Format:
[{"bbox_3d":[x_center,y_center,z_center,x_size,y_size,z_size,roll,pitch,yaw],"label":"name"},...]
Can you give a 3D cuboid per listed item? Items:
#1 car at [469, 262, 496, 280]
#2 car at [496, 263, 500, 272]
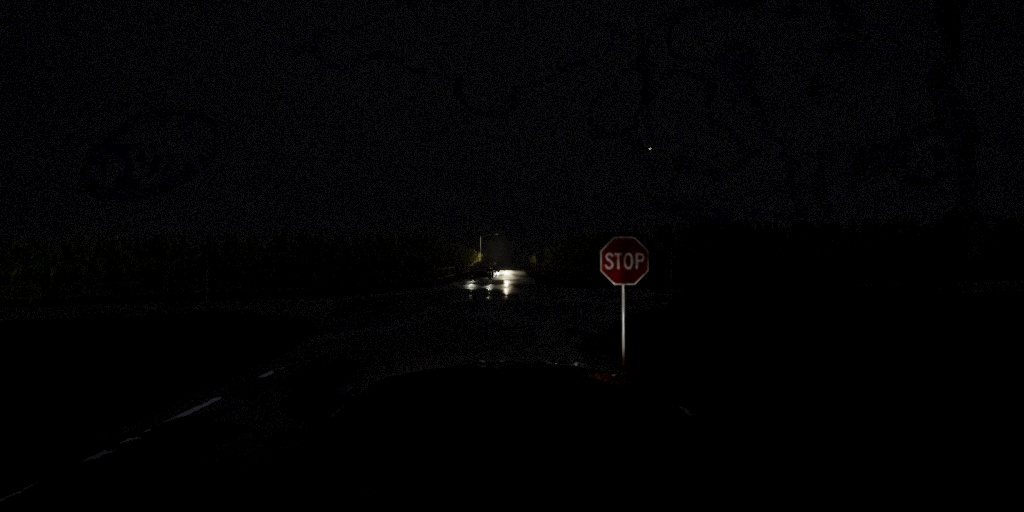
[{"bbox_3d":[-2.758,1.344,32.826,1.882,1.535,5.008,0,0,0],"label":"car"},{"bbox_3d":[-2.765,1.721,52.379,1.895,1.301,4.718,0,-1,0],"label":"car"}]
